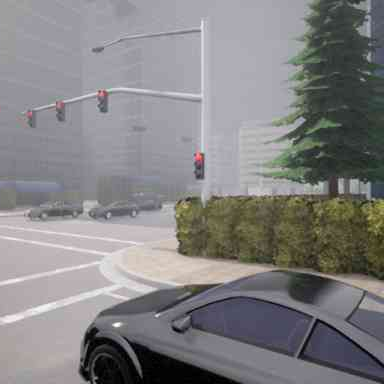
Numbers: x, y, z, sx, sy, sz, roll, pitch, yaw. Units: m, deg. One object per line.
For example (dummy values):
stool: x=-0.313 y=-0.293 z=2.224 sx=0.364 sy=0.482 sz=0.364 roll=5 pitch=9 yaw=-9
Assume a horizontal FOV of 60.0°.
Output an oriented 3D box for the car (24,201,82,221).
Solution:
car: x=-11.400 y=1.486 z=27.772 sx=2.128 sy=1.511 sz=4.902 roll=0 pitch=0 yaw=35

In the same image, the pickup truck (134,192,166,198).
pickup truck: x=-7.501 y=1.050 z=56.000 sx=6.274 sy=2.098 sz=2.390 roll=0 pitch=0 yaw=-24

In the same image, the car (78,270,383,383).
car: x=0.739 y=1.564 z=3.451 sx=4.181 sy=1.385 sz=1.994 roll=0 pitch=0 yaw=36

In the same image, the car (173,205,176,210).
car: x=0.060 y=1.542 z=38.017 sx=2.033 sy=1.411 sz=5.357 roll=0 pitch=0 yaw=35

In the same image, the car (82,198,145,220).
car: x=-6.593 y=1.500 z=28.532 sx=1.837 sy=1.490 sz=4.892 roll=0 pitch=0 yaw=35

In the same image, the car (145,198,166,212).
car: x=-5.374 y=1.595 z=36.362 sx=1.895 sy=1.301 sz=4.718 roll=0 pitch=0 yaw=35

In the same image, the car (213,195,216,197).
car: x=2.300 y=1.350 z=47.266 sx=2.097 sy=1.767 sz=4.553 roll=0 pitch=0 yaw=35
